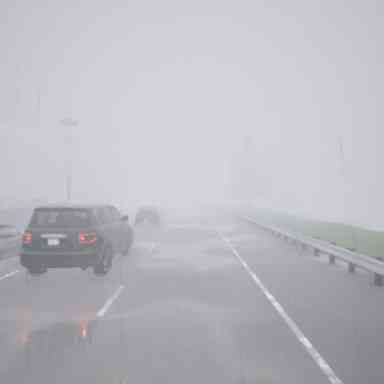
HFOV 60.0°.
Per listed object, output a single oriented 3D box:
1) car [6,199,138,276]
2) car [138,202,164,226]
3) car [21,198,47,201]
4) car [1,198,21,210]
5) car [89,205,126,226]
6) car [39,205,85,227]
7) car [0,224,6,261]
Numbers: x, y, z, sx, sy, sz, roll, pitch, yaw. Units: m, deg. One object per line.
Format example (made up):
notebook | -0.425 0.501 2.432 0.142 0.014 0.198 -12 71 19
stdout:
car | -3.466 1.377 11.061 2.150 2.045 5.566 0 -1 0
car | -3.452 1.883 27.221 1.837 1.490 4.892 0 0 1
car | -25.042 1.967 53.936 2.150 2.045 5.566 0 -1 -4
car | -28.579 2.102 54.261 2.097 1.767 4.553 0 -1 -4
car | -6.946 1.911 27.844 1.812 1.442 4.674 0 -1 1
car | -10.452 1.883 27.227 1.837 1.490 4.892 0 0 1
car | -6.960 1.762 11.584 1.895 1.301 4.718 0 -1 1
